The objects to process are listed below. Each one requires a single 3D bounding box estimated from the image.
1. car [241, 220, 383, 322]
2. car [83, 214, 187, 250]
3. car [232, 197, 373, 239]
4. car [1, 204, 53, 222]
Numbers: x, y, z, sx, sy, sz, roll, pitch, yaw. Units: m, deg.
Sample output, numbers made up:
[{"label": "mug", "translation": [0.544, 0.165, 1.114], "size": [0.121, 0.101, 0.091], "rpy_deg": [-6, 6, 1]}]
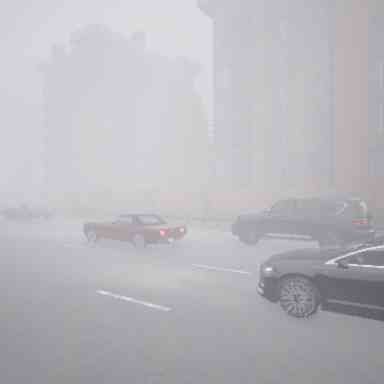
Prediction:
[{"label": "car", "translation": [3.582, 1.492, 5.737], "size": [4.902, 1.511, 2.128], "rpy_deg": [0, 0, 36]}, {"label": "car", "translation": [-2.632, 1.600, 14.473], "size": [4.718, 1.301, 1.895], "rpy_deg": [0, 0, 36]}, {"label": "car", "translation": [4.403, 1.222, 13.751], "size": [5.566, 2.045, 2.150], "rpy_deg": [0, 0, 36]}, {"label": "car", "translation": [-13.084, 1.600, 26.239], "size": [4.718, 1.301, 1.895], "rpy_deg": [0, 0, 36]}]
